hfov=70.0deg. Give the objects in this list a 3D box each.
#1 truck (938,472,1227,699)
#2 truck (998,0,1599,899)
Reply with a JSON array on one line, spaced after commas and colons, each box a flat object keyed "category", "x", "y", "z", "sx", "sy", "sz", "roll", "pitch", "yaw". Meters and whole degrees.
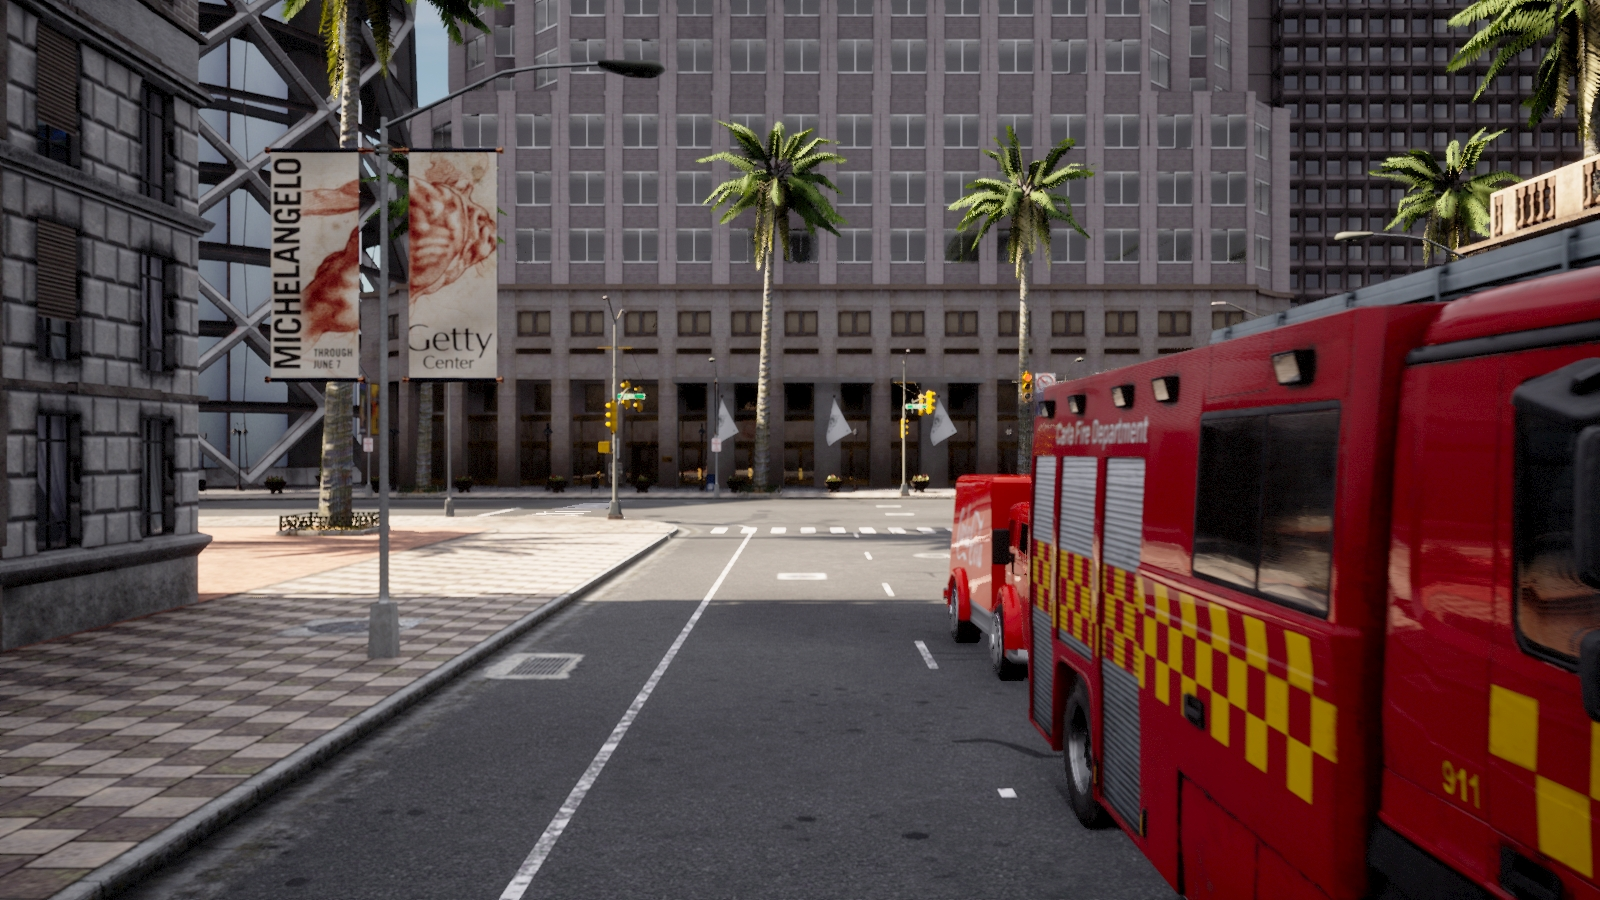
[{"category": "truck", "x": 3.476, "y": 1.571, "z": 15.408, "sx": 2.627, "sy": 2.467, "sz": 5.204, "roll": 0, "pitch": 0, "yaw": 0}, {"category": "truck", "x": 3.201, "y": 0.890, "z": 5.855, "sx": 2.891, "sy": 3.827, "sz": 8.468, "roll": 0, "pitch": 0, "yaw": 0}]
